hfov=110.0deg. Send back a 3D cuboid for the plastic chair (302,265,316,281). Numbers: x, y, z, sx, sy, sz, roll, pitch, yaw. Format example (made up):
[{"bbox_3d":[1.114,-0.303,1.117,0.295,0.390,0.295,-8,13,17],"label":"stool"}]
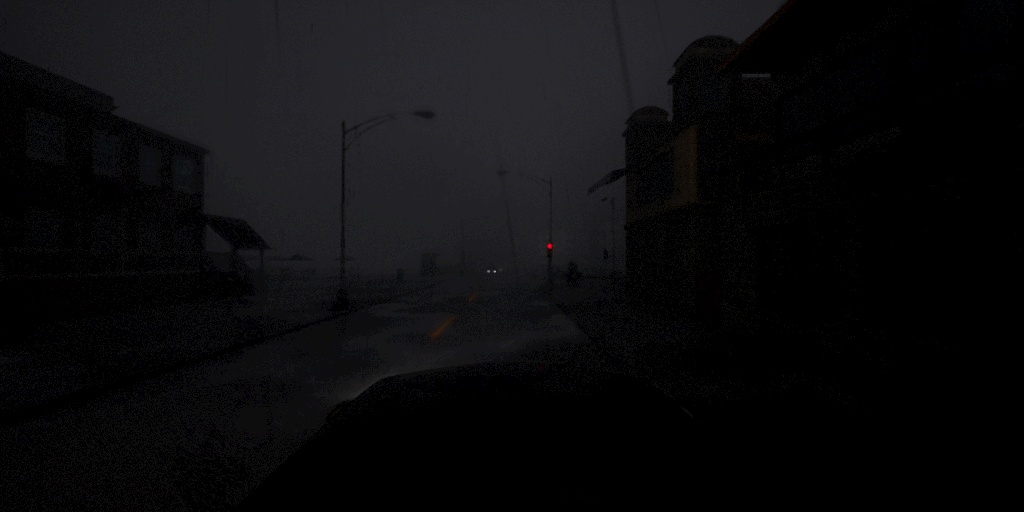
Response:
[{"bbox_3d":[-18.713,1.693,33.269,0.730,1.272,0.750,0,0,0],"label":"plastic chair"}]

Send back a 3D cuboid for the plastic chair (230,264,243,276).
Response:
[{"bbox_3d":[-27.013,1.717,35.167,0.750,1.272,0.730,0,0,0],"label":"plastic chair"}]

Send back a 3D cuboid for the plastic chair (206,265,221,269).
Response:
[{"bbox_3d":[-25.344,1.657,30.572,0.730,1.272,0.750,0,0,-1],"label":"plastic chair"}]

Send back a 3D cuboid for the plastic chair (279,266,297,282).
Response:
[{"bbox_3d":[-20.013,1.677,32.069,0.750,1.272,0.730,0,0,0],"label":"plastic chair"}]

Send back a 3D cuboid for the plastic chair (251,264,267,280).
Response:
[{"bbox_3d":[-25.714,1.733,36.367,0.730,1.272,0.750,0,0,0],"label":"plastic chair"}]

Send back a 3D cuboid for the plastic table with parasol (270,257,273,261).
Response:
[{"bbox_3d":[-27.815,1.211,42.616,2.482,2.480,2.482,0,0,0],"label":"plastic table with parasol"}]

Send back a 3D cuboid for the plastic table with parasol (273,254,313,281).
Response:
[{"bbox_3d":[-19.933,1.090,33.389,2.482,2.480,2.482,0,0,0],"label":"plastic table with parasol"}]

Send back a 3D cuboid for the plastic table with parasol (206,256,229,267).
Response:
[{"bbox_3d":[-26.522,1.052,30.498,2.482,2.480,2.482,0,0,0],"label":"plastic table with parasol"}]

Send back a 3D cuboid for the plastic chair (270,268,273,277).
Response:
[{"bbox_3d":[-27.915,1.798,41.366,0.750,1.272,0.730,0,0,0],"label":"plastic chair"}]

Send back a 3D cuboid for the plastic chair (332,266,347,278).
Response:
[{"bbox_3d":[-19.214,1.779,39.869,0.750,1.272,0.730,0,0,0],"label":"plastic chair"}]

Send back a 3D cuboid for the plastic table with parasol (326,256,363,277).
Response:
[{"bbox_3d":[-19.185,1.193,41.208,2.482,2.480,2.482,0,0,0],"label":"plastic table with parasol"}]

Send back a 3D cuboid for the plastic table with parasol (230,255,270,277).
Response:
[{"bbox_3d":[-26.914,1.129,36.417,2.482,2.480,2.482,0,0,0],"label":"plastic table with parasol"}]

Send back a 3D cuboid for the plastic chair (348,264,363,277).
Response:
[{"bbox_3d":[-17.915,1.795,41.069,0.730,1.272,0.750,0,0,0],"label":"plastic chair"}]
